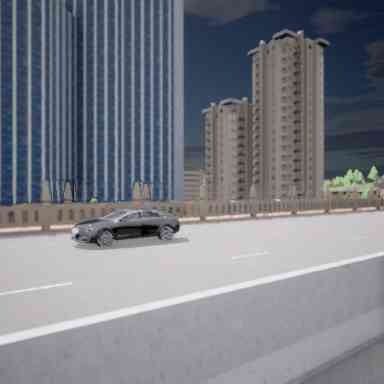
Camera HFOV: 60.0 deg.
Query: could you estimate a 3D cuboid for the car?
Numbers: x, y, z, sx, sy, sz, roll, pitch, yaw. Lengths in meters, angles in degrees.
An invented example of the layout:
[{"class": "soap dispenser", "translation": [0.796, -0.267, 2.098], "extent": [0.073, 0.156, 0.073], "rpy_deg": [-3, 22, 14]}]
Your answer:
[{"class": "car", "translation": [-2.791, 1.487, 14.901], "extent": [4.902, 1.511, 2.128], "rpy_deg": [0, 0, -35]}]
